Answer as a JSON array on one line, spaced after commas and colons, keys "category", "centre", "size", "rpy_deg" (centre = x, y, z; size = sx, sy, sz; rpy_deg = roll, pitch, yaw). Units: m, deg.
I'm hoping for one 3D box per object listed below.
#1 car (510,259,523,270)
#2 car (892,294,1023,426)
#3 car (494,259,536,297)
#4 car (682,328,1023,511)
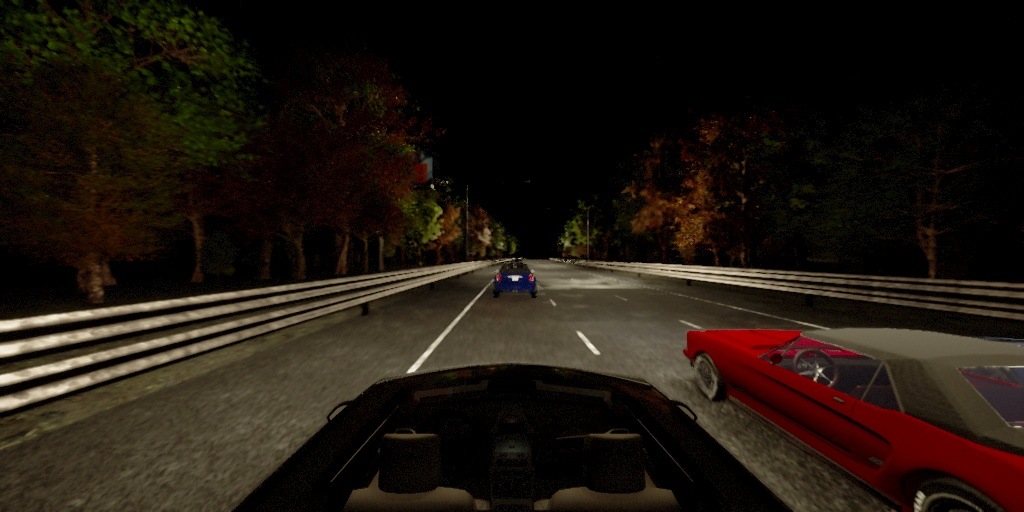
[{"category": "car", "centre": [0.787, 1.300, 56.975], "size": [2.033, 1.649, 4.856], "rpy_deg": [0, 0, 2]}, {"category": "car", "centre": [7.077, 1.308, 3.038], "size": [2.033, 1.411, 5.357], "rpy_deg": [0, 0, 0]}, {"category": "car", "centre": [0.165, 1.140, 19.287], "size": [2.097, 1.767, 4.553], "rpy_deg": [0, 0, 0]}, {"category": "car", "centre": [3.582, 1.359, 3.460], "size": [1.895, 1.301, 4.718], "rpy_deg": [0, 0, 0]}]
